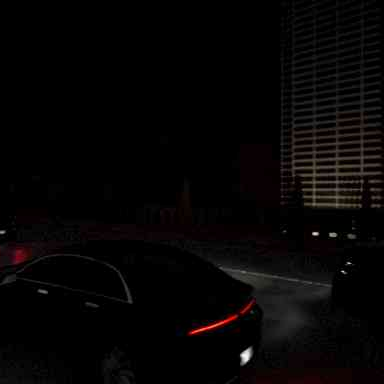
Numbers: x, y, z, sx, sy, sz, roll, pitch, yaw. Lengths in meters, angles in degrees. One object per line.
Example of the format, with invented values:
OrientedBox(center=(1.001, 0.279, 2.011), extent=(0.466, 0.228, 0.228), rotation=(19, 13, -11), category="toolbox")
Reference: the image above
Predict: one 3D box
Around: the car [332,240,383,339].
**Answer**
OrientedBox(center=(5.035, 1.223, 4.700), extent=(5.566, 2.045, 2.150), rotation=(0, 0, 36), category="car")

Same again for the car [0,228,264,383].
OrientedBox(center=(-1.381, 1.499, 4.979), extent=(4.892, 1.490, 1.837), rotation=(0, 0, 35), category="car")

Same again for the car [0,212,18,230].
OrientedBox(center=(-9.830, 1.500, 15.308), extent=(4.674, 1.442, 1.812), rotation=(0, 0, 36), category="car")
